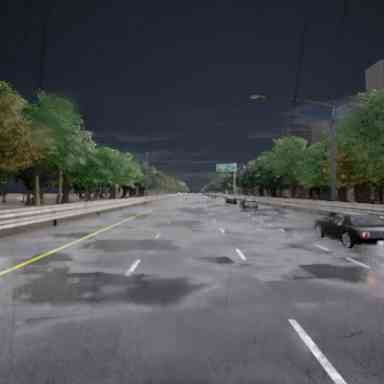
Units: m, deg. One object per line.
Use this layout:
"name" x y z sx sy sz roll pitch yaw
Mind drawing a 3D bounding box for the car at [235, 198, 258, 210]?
"car" 7.091 1.508 41.991 2.128 1.511 4.902 0 0 0

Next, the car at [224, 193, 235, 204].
"car" 7.204 1.518 62.192 1.882 1.535 5.008 0 -1 0

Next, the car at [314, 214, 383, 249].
"car" 7.008 1.603 14.530 1.895 1.301 4.718 0 0 0
